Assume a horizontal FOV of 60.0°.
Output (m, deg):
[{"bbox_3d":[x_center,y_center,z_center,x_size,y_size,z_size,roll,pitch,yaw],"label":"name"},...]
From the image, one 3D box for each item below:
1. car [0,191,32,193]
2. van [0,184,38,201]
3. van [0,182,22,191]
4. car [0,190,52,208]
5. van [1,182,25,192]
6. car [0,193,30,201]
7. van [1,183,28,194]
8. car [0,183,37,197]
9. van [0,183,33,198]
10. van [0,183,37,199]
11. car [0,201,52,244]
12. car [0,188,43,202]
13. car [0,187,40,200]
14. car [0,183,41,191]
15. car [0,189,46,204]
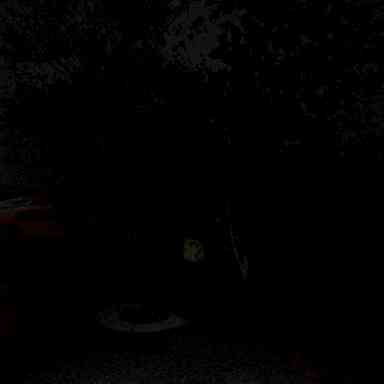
[{"bbox_3d":[-12.249,0.945,24.583,5.366,1.575,1.946,1,2,-30],"label":"car"},{"bbox_3d":[-21.702,0.024,41.463,4.442,1.987,1.878,1,1,-30],"label":"van"},{"bbox_3d":[-42.231,-1.202,77.741,4.442,1.987,1.878,1,1,-30],"label":"van"},{"bbox_3d":[-16.200,0.663,31.889,4.792,1.488,2.163,1,2,-30],"label":"car"},{"bbox_3d":[-39.297,-1.036,73.029,4.442,1.987,1.878,1,1,-30],"label":"van"},{"bbox_3d":[-8.030,1.137,17.566,4.553,1.767,2.185,1,2,-30],"label":"car"},{"bbox_3d":[-33.844,-0.711,63.388,4.442,1.987,1.878,1,1,-30],"label":"van"},{"bbox_3d":[-27.091,-0.328,51.156,5.566,2.045,2.435,1,1,-30],"label":"car"},{"bbox_3d":[-25.806,-0.223,48.703,4.442,1.987,1.878,1,1,-30],"label":"van"},{"bbox_3d":[-24.240,-0.138,46.407,4.442,1.987,1.878,1,1,-30],"label":"van"},{"bbox_3d":[-6.703,1.367,15.141,5.008,1.535,2.097,1,2,-30],"label":"car"},{"bbox_3d":[-20.235,0.368,39.141,4.792,1.488,2.163,1,1,-30],"label":"car"},{"bbox_3d":[-22.980,0.167,43.947,5.008,1.535,2.097,1,1,-30],"label":"car"},{"bbox_3d":[-14.780,0.489,29.501,5.566,2.045,2.435,1,2,-30],"label":"car"},{"bbox_3d":[-18.937,0.457,36.845,4.792,1.488,2.163,1,2,-29],"label":"car"}]
